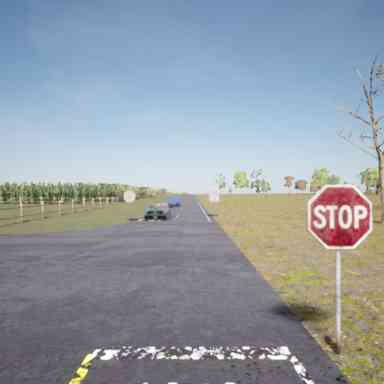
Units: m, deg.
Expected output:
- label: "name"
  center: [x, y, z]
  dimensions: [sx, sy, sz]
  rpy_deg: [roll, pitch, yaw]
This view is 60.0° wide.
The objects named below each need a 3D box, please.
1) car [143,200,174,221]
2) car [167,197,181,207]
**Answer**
- label: "car"
  center: [-2.759, 1.606, 27.265]
  dimensions: [1.895, 1.301, 4.718]
  rpy_deg: [0, 0, 1]
- label: "car"
  center: [-2.757, 1.475, 50.966]
  dimensions: [1.882, 1.535, 5.008]
  rpy_deg: [0, 0, 0]
